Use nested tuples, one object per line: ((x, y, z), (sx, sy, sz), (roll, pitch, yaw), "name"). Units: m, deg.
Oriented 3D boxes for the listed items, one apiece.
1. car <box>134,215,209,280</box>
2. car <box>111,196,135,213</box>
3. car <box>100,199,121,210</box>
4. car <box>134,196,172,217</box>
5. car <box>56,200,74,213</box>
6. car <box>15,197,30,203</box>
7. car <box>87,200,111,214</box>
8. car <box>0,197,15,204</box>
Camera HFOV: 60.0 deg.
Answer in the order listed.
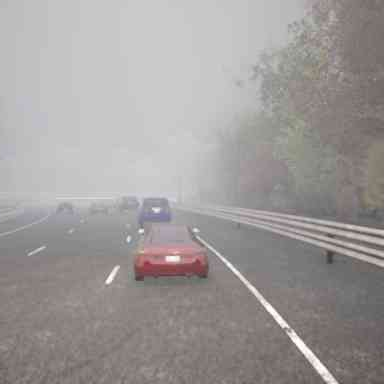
((-0.697, 1.627, 10.215), (1.994, 1.385, 4.181), (0, 0, -6), "car")
((-8.048, 1.482, 40.681), (2.150, 2.045, 5.566), (0, -1, -22), "car")
((-12.443, 1.879, 50.511), (2.033, 1.411, 5.357), (0, 0, -27), "car")
((-2.815, 1.370, 24.071), (2.150, 2.045, 5.566), (0, 0, -11), "car")
((-15.736, 1.793, 41.154), (1.837, 1.490, 4.892), (0, 0, -23), "car")
((-44.077, 2.092, 84.500), (4.892, 1.490, 1.837), (0, 0, 37), "car")
((-11.116, 1.825, 39.034), (1.994, 1.385, 4.181), (0, 0, -21), "car")
((-46.284, 2.087, 81.783), (4.892, 1.490, 1.837), (0, 0, 37), "car")
